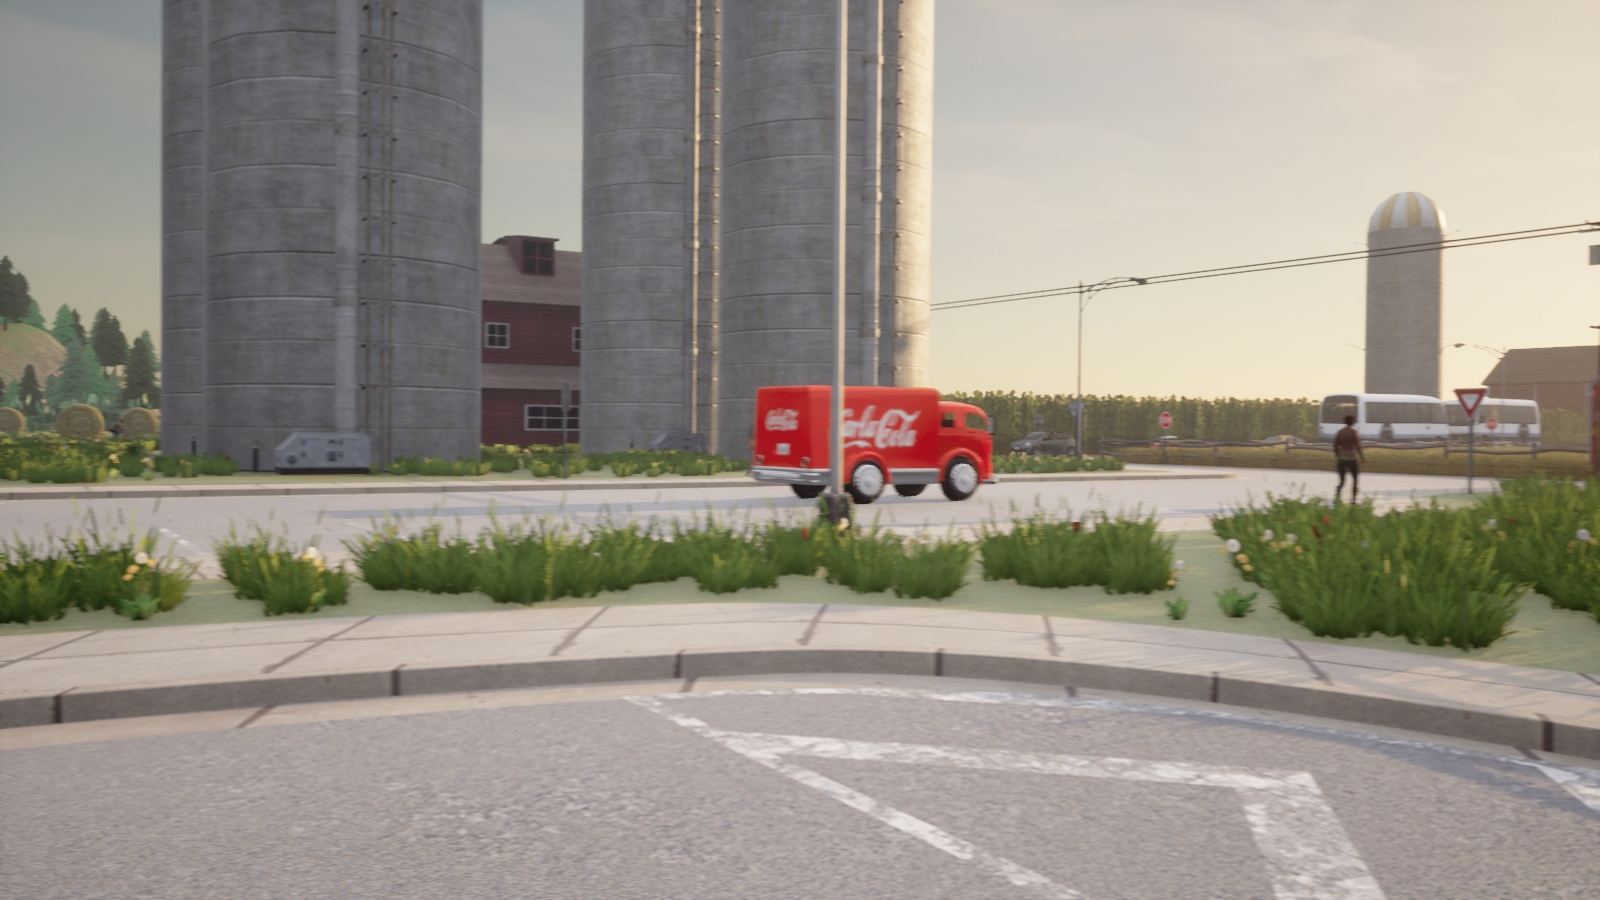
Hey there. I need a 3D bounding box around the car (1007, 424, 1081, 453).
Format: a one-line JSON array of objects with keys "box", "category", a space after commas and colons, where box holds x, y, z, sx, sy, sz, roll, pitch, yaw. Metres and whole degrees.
[{"box": [14.209, -0.677, 73.115, 3.988, 1.617, 1.851, -1, 1, -31], "category": "car"}]

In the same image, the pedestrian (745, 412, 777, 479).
[{"box": [-1.085, -0.122, 35.115, 0.694, 1.848, 0.540, -2, 1, -43], "category": "pedestrian"}]

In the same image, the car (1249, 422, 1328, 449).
[{"box": [30.981, -0.939, 79.608, 5.366, 1.575, 1.801, -1, 1, -31], "category": "car"}]

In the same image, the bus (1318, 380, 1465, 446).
[{"box": [40.111, -2.504, 85.097, 10.273, 4.253, 3.944, -2, 1, -31], "category": "bus"}]

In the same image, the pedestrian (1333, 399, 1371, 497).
[{"box": [10.370, -0.052, 23.603, 0.869, 1.805, 0.328, -1, 1, -43], "category": "pedestrian"}]

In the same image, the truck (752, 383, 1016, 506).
[{"box": [1.865, -0.169, 27.529, 5.204, 2.467, 2.627, -1, 1, -32], "category": "truck"}]
